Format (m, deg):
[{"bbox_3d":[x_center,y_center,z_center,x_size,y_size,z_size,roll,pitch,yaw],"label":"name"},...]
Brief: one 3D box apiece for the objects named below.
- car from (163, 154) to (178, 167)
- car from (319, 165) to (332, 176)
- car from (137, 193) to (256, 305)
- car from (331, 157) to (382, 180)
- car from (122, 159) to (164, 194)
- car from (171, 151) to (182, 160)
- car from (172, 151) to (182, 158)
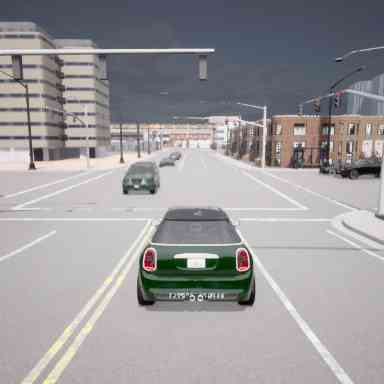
[{"bbox_3d":[-3.538,-4.410,48.566,1.994,1.385,4.181,0,8,0],"label":"car"},{"bbox_3d":[15.979,-2.506,35.816,4.181,1.385,1.994,0,9,0],"label":"car"},{"bbox_3d":[0.084,1.072,7.698,2.097,1.767,4.553,0,4,0],"label":"car"},{"bbox_3d":[17.062,-2.326,32.295,5.566,2.045,2.150,0,9,1],"label":"car"},{"bbox_3d":[-3.571,-1.110,24.195,2.150,2.045,5.566,0,8,0],"label":"car"},{"bbox_3d":[-3.448,-7.067,65.841,2.128,1.511,4.902,0,8,1],"label":"car"},{"bbox_3d":[-3.409,-8.707,76.709,1.882,1.535,5.008,0,9,0],"label":"car"}]
